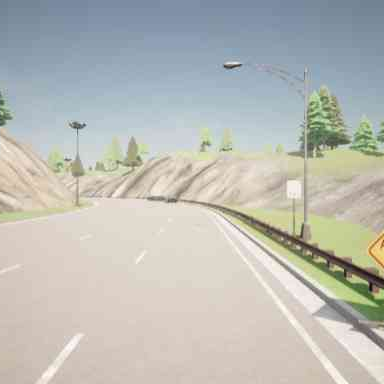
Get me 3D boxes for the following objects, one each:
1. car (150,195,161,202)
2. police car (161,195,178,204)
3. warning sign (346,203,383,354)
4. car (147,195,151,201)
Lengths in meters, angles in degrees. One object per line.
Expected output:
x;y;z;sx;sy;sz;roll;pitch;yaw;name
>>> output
-7.303;1.563;74.655;1.837;1.490;4.892;0;0;-20;car
-4.182;1.442;65.053;1.930;1.638;5.238;0;0;-16;police car
3.050;1.099;4.654;1.300;1.860;1.060;0;0;0;warning sign
-9.536;1.517;80.358;1.882;1.535;5.008;0;0;-23;car
